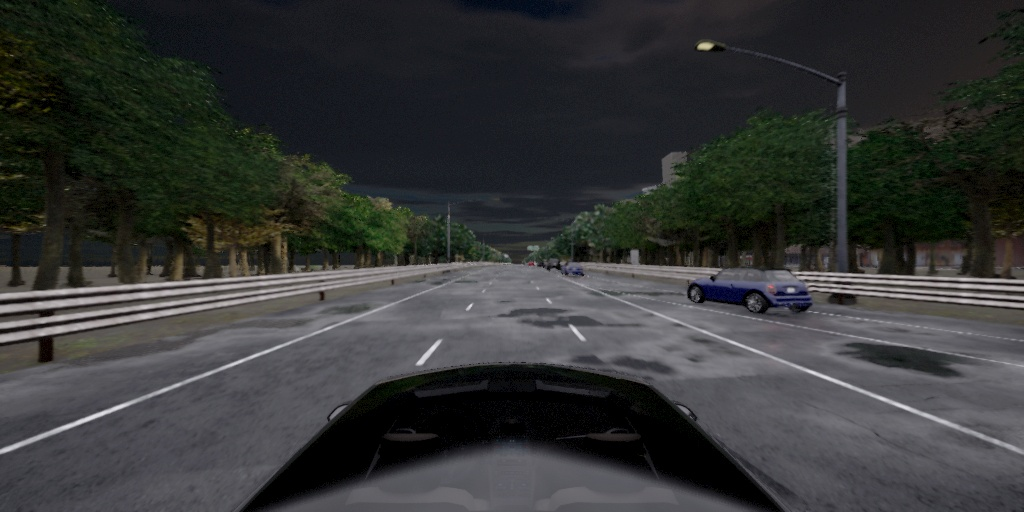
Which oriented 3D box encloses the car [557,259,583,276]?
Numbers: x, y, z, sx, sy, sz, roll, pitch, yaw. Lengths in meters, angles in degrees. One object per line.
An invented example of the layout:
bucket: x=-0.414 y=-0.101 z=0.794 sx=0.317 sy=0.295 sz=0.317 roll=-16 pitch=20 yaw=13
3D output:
car: x=7.006 y=1.438 z=42.333 sx=2.097 sy=1.767 sz=4.553 roll=0 pitch=0 yaw=0

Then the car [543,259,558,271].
car: x=7.025 y=1.475 z=61.454 sx=2.150 sy=2.045 sz=5.566 roll=0 pitch=-1 yaw=0

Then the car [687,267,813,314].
car: x=9.402 y=1.227 z=14.717 sx=2.097 sy=1.767 sz=4.553 roll=0 pitch=0 yaw=-12
